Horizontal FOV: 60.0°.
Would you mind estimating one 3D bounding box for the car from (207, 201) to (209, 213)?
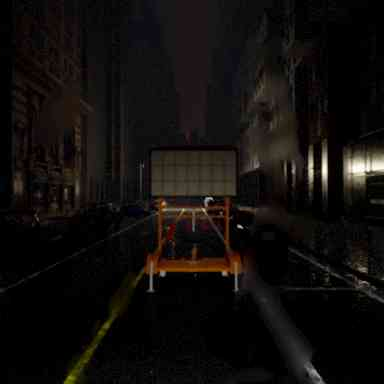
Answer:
[{"bbox_3d":[2.938,1.930,36.698,1.802,1.307,4.206,0,-1,0],"label":"car"}]

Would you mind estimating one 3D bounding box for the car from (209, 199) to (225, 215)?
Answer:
[{"bbox_3d":[2.913,1.733,31.098,1.967,1.590,4.097,0,-1,0],"label":"car"}]

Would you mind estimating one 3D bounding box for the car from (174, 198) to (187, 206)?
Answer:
[{"bbox_3d":[-2.666,2.308,71.934,1.895,1.301,4.718,0,-1,0],"label":"car"}]

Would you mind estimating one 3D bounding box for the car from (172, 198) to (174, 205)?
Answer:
[{"bbox_3d":[-5.434,2.261,70.332,1.947,1.339,4.313,0,-1,0],"label":"car"}]

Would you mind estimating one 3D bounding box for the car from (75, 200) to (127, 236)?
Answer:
[{"bbox_3d":[-5.663,1.511,19.922,2.192,1.841,5.009,0,-1,0],"label":"car"}]

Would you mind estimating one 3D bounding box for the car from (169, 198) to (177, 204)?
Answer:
[{"bbox_3d":[-5.332,2.468,92.737,1.887,1.381,4.507,0,-1,0],"label":"car"}]

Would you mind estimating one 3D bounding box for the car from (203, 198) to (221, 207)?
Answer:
[{"bbox_3d":[2.964,1.718,42.303,2.192,1.841,5.009,0,-1,0],"label":"car"}]

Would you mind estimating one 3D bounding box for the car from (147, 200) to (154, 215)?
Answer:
[{"bbox_3d":[-5.588,1.882,36.553,1.752,1.417,4.829,0,-1,0],"label":"car"}]

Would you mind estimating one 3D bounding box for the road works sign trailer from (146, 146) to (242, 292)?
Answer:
[{"bbox_3d":[0.046,0.551,9.166,2.380,3.560,2.880,0,-1,0],"label":"road works sign trailer"}]

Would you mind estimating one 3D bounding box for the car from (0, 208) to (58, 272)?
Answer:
[{"bbox_3d":[-5.714,1.405,8.719,2.192,1.841,5.009,0,-1,0],"label":"car"}]

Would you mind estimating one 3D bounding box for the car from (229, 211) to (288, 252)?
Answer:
[{"bbox_3d":[2.836,1.697,14.292,1.947,1.339,4.313,0,-1,0],"label":"car"}]

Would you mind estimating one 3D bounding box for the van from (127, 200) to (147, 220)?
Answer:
[{"bbox_3d":[-5.612,1.645,31.124,1.690,1.788,3.998,0,-1,0],"label":"van"}]

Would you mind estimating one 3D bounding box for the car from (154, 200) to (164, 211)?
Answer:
[{"bbox_3d":[-5.536,1.910,47.928,1.967,1.590,4.097,0,-1,0],"label":"car"}]

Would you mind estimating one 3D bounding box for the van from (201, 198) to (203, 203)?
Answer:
[{"bbox_3d":[3.040,1.912,59.108,1.690,1.788,3.998,0,-1,0],"label":"van"}]

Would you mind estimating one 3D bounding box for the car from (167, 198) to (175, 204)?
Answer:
[{"bbox_3d":[-5.358,2.390,86.966,1.752,1.417,4.829,0,-1,0],"label":"car"}]

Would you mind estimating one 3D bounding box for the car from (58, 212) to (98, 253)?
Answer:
[{"bbox_3d":[-5.689,1.724,14.317,1.802,1.307,4.206,0,-1,0],"label":"car"}]

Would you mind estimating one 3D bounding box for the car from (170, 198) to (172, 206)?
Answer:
[{"bbox_3d":[-5.460,2.220,64.730,1.802,1.307,4.206,0,-1,0],"label":"car"}]

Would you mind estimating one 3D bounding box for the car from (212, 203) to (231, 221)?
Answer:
[{"bbox_3d":[2.887,1.789,25.495,2.008,1.369,4.403,0,-1,0],"label":"car"}]

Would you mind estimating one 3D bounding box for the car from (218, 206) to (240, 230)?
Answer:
[{"bbox_3d":[2.861,1.750,19.894,1.947,1.339,4.313,0,-1,0],"label":"car"}]

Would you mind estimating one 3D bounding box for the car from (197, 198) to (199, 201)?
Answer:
[{"bbox_3d":[3.193,2.457,92.716,1.887,1.381,4.507,0,-1,0],"label":"car"}]

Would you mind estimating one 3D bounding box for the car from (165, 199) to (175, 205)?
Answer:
[{"bbox_3d":[-5.383,2.360,81.534,2.008,1.369,4.403,0,-1,0],"label":"car"}]

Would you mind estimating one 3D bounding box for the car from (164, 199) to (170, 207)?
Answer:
[{"bbox_3d":[-5.485,2.022,59.130,1.967,1.590,4.097,0,-1,0],"label":"car"}]
